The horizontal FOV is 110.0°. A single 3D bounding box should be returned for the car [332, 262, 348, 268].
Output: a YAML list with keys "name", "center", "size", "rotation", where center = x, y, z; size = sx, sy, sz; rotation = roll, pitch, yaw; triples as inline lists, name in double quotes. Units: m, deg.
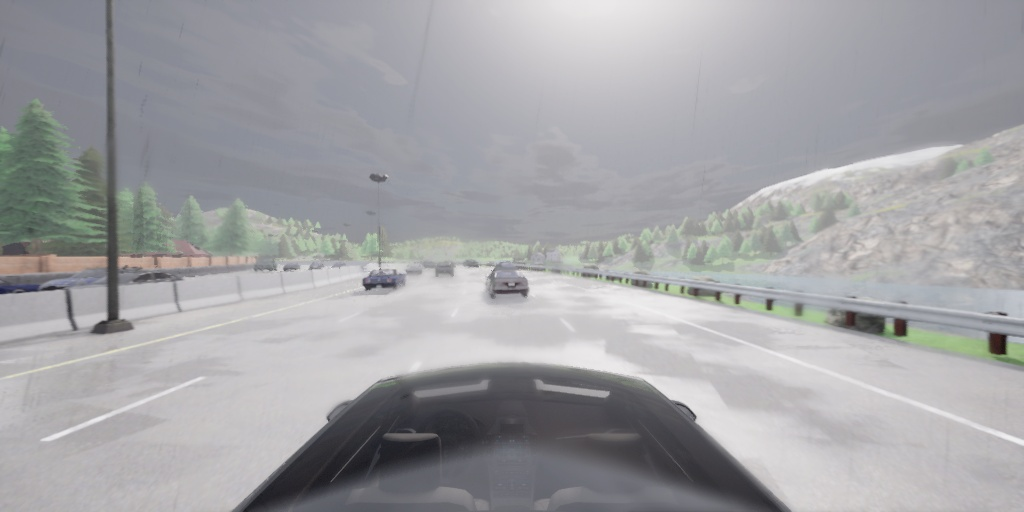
- name: "car"
  center: [-28.194, 1.685, 58.864]
  size: [1.994, 1.385, 4.181]
  rotation: [-1, 0, -20]

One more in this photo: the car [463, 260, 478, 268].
- name: "car"
  center: [-7.406, 1.385, 63.866]
  size: [1.837, 1.490, 4.892]
  rotation: [1, -1, -21]

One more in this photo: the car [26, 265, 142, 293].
- name: "car"
  center: [-22.119, 1.383, 19.363]
  size: [2.097, 1.767, 4.553]
  rotation: [-1, 0, -7]

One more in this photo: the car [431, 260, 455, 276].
- name: "car"
  center: [-7.330, 1.354, 38.589]
  size: [2.128, 1.511, 4.902]
  rotation: [0, 0, -13]

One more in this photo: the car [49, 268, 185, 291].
- name: "car"
  center: [-18.390, 1.489, 17.378]
  size: [1.837, 1.490, 4.892]
  rotation: [-1, 0, -6]

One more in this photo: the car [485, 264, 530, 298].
- name: "car"
  center: [-0.347, 1.313, 18.533]
  size: [2.033, 1.411, 5.357]
  rotation: [-1, 0, -7]

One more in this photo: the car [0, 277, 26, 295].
- name: "car"
  center: [-25.298, 1.669, 16.419]
  size: [1.895, 1.301, 4.718]
  rotation: [-1, 0, -6]

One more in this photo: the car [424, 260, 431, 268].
- name: "car"
  center: [-14.949, 1.464, 63.716]
  size: [2.128, 1.511, 4.902]
  rotation: [0, 0, -22]

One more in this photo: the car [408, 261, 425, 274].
- name: "car"
  center: [-11.731, 1.521, 43.056]
  size: [1.895, 1.301, 4.718]
  rotation: [-1, 0, -15]

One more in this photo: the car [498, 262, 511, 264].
- name: "car"
  center: [-0.873, 1.351, 41.900]
  size: [1.994, 1.385, 4.181]
  rotation: [-1, 0, -14]

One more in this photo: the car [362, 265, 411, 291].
- name: "car"
  center: [-7.931, 1.461, 22.778]
  size: [1.895, 1.301, 4.718]
  rotation: [-1, 0, -8]
